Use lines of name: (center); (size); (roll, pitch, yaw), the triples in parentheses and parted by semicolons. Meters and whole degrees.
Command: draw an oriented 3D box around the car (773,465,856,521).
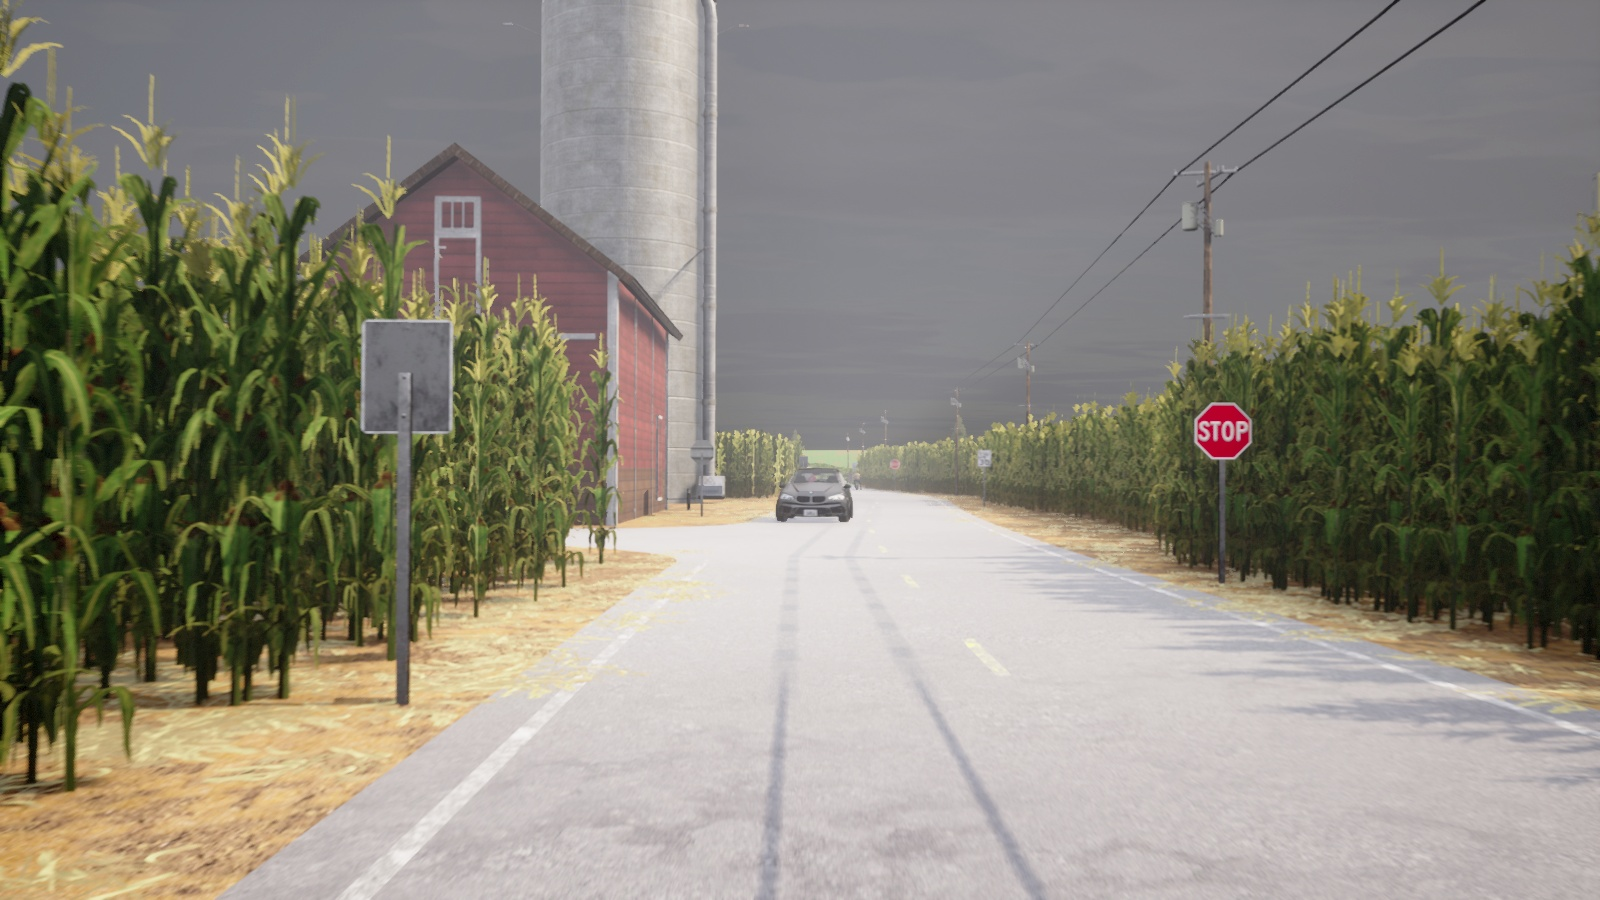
car: (0.527, 1.321, 39.706); (2.242, 1.667, 4.611); (0, -1, 5)
